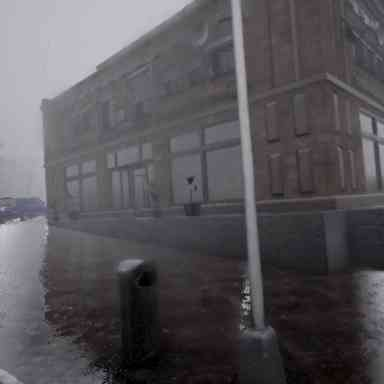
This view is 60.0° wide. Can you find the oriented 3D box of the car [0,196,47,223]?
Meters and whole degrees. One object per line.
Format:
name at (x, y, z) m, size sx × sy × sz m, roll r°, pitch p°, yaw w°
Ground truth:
car at (-13.842, 1.403, 27.930) m, size 2.150 × 2.045 × 5.566 m, roll -3°, pitch 0°, yaw 10°
